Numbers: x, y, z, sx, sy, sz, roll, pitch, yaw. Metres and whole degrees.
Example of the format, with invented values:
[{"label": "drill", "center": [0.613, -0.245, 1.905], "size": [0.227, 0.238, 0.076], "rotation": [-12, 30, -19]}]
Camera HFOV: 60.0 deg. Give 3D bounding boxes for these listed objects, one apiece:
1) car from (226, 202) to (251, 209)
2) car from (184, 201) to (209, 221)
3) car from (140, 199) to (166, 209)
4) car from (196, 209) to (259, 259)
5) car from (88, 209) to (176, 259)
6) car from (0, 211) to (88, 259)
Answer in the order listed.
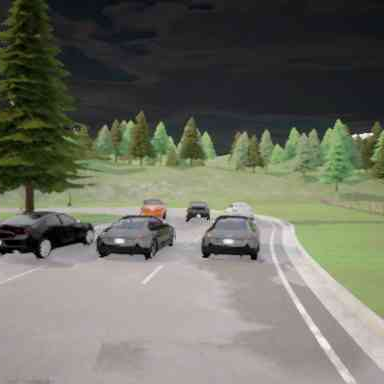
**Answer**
[{"label": "car", "center": [3.873, 1.582, 27.766], "size": [1.812, 1.442, 4.674], "rotation": [1, 0, -2]}, {"label": "car", "center": [0.426, 1.549, 27.851], "size": [1.837, 1.490, 4.892], "rotation": [2, 0, -2]}, {"label": "car", "center": [-3.328, 1.378, 28.401], "size": [2.097, 1.767, 4.553], "rotation": [0, 0, -5]}, {"label": "car", "center": [1.585, 1.589, 12.832], "size": [1.994, 1.385, 4.181], "rotation": [0, 0, 11]}, {"label": "car", "center": [-1.976, 1.574, 12.835], "size": [1.994, 1.385, 4.181], "rotation": [0, 0, 11]}, {"label": "car", "center": [-5.558, 1.473, 12.752], "size": [1.882, 1.535, 5.008], "rotation": [0, -1, 11]}]
